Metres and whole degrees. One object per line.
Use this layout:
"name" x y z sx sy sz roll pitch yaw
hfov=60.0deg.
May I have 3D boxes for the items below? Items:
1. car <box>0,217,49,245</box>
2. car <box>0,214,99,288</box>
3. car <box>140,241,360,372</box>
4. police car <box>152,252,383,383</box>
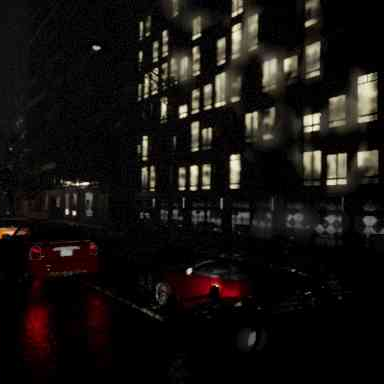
"car" -10.157 2.221 19.819 1.802 1.307 4.206 3 -3 -40
"car" -4.771 1.714 10.671 2.097 1.767 4.553 3 -3 -40
"car" 0.852 1.887 6.766 1.802 1.307 4.206 3 -3 -40
"police car" 1.584 1.596 3.133 1.930 1.638 5.238 3 -3 -40
